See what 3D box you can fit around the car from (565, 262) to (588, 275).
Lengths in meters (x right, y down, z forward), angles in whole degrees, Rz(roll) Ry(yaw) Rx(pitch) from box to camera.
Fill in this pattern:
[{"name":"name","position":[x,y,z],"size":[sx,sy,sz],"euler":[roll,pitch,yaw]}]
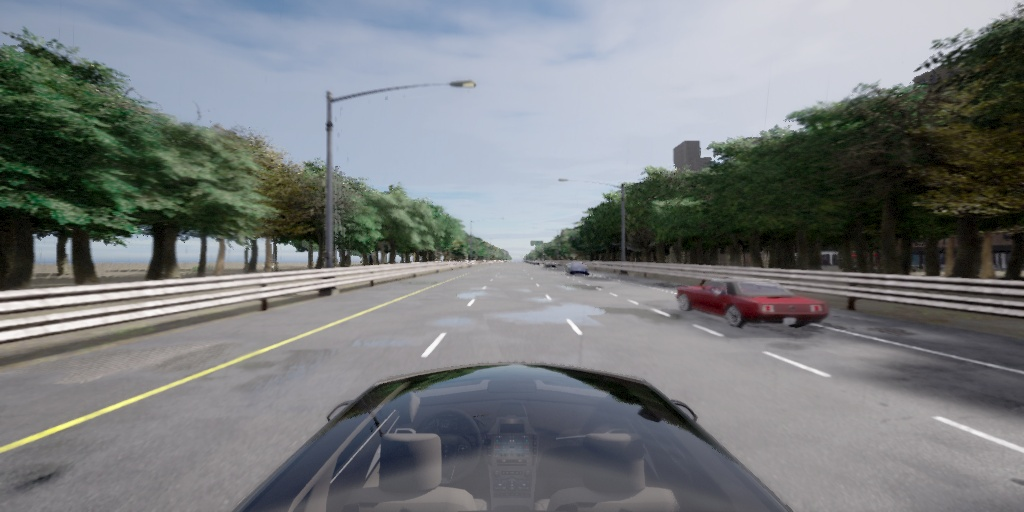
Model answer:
[{"name":"car","position":[7.065,1.378,39.548],"size":[1.994,1.385,4.181],"euler":[0,0,0]}]

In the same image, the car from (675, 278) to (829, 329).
[{"name":"car","position":[6.998,1.350,11.247],"size":[1.895,1.301,4.718],"euler":[0,0,0]}]
